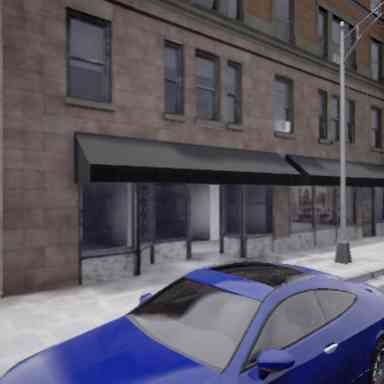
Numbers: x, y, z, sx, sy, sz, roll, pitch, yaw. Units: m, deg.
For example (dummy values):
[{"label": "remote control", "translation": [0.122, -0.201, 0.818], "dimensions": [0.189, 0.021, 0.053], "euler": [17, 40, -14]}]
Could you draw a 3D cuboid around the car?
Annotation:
[{"label": "car", "translation": [0.470, 1.551, 3.438], "dimensions": [4.674, 1.442, 1.812], "euler": [0, -1, -39]}]
